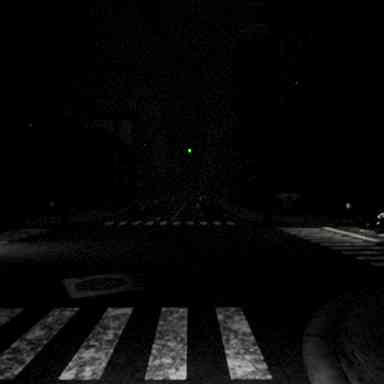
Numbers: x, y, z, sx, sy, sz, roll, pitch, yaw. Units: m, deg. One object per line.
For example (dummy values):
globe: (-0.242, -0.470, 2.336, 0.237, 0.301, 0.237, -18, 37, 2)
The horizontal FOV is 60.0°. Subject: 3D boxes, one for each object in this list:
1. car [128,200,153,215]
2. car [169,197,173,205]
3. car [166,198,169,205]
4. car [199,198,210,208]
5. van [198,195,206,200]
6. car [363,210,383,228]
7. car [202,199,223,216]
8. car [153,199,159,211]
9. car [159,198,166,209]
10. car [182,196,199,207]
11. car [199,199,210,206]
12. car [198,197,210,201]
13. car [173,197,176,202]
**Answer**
car: (-5.673, 1.656, 35.854, 1.967, 1.590, 4.097, 0, 0, 0)
car: (-5.619, 1.890, 68.917, 1.967, 1.590, 4.097, 0, 0, 0)
car: (-5.637, 1.918, 57.895, 2.008, 1.369, 4.403, 0, 0, 0)
car: (2.370, 1.871, 46.861, 1.802, 1.307, 4.206, 0, 0, 0)
van: (2.388, 1.708, 57.884, 1.690, 1.788, 3.998, 0, 0, 0)
car: (13.009, 1.405, 20.354, 4.553, 1.767, 2.097, 0, 0, 0)
car: (2.352, 1.782, 35.839, 1.947, 1.339, 4.313, 0, 0, 0)
car: (-5.664, 1.693, 41.364, 1.967, 1.590, 4.097, 0, 0, 0)
car: (-5.646, 1.910, 52.385, 1.802, 1.307, 4.206, 0, 0, 0)
car: (-0.150, 1.870, 59.823, 2.128, 1.511, 4.902, 0, -1, 0)
car: (2.397, 1.958, 63.393, 2.008, 1.369, 4.403, 0, 0, 0)
car: (2.379, 1.894, 52.372, 1.947, 1.339, 4.313, 0, 0, 0)
car: (-5.600, 2.086, 79.938, 2.008, 1.369, 4.403, 0, 0, 0)
